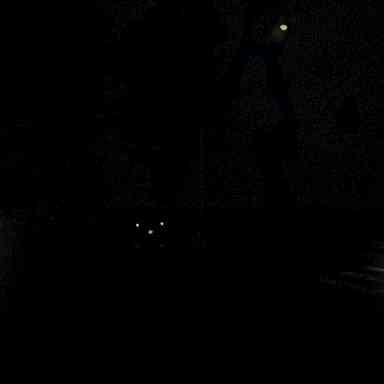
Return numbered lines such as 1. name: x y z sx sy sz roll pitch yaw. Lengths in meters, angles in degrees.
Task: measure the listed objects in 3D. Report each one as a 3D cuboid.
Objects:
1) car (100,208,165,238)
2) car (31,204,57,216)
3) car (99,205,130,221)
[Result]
1. car: -3.440 1.835 19.335 1.895 1.301 4.718 0 -1 -35
2. car: -18.853 2.305 41.612 2.033 1.411 5.357 0 -1 -34
3. car: -6.603 1.919 29.034 1.837 1.490 4.892 0 -1 -35
